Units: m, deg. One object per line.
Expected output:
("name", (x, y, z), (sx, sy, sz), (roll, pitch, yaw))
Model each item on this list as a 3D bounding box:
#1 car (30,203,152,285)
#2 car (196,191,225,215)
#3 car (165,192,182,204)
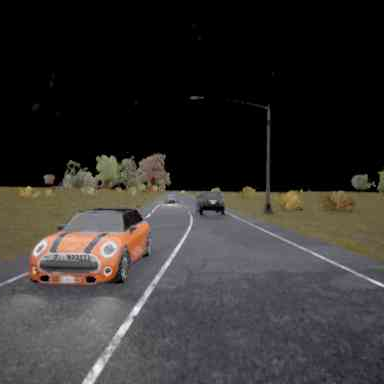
("car", (-2.495, 1.240, 9.286), (2.097, 1.767, 4.553), (0, 1, 4))
("car", (1.579, 0.941, 29.711), (2.150, 2.045, 5.566), (0, 1, -3))
("car", (-2.898, 1.068, 47.945), (1.994, 1.385, 4.181), (0, 1, -3))
